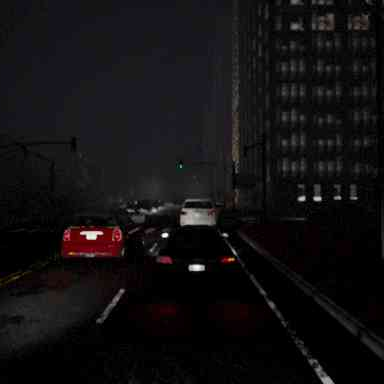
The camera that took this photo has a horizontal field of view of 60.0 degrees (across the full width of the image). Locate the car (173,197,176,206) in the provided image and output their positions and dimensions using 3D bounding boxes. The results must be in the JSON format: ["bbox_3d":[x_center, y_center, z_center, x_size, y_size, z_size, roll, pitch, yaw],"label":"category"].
[{"bbox_3d":[-3.275,2.249,74.474,1.882,1.535,5.008,0,-1,0],"label":"car"}]

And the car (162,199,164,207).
[{"bbox_3d":[-6.522,2.150,65.769,2.128,1.511,4.902,0,-1,0],"label":"car"}]

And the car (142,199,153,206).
[{"bbox_3d":[-9.775,2.235,73.708,1.882,1.535,5.008,0,-1,0],"label":"car"}]

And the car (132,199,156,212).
[{"bbox_3d":[-6.602,1.926,46.042,1.837,1.490,4.892,0,-1,0],"label":"car"}]

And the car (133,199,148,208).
[{"bbox_3d":[-9.781,2.119,63.435,2.128,1.511,4.902,0,-1,0],"label":"car"}]

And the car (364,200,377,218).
[{"bbox_3d":[16.310,1.519,25.620,4.829,1.417,1.752,0,-2,-1],"label":"car"}]

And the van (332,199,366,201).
[{"bbox_3d":[15.926,1.630,33.641,3.998,1.788,1.690,0,-2,-1],"label":"van"}]

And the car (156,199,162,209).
[{"bbox_3d":[-6.583,2.128,55.297,1.895,1.301,4.718,0,-1,1],"label":"car"}]

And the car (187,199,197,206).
[{"bbox_3d":[-0.025,2.311,74.474,2.033,1.411,5.357,0,-1,0],"label":"car"}]

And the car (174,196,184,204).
[{"bbox_3d":[-3.279,2.027,84.930,2.150,2.045,5.566,0,-1,0],"label":"car"}]

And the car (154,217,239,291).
[{"bbox_3d":[0.097,1.631,9.219,1.994,1.385,4.181,0,0,0],"label":"car"}]

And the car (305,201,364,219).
[{"bbox_3d":[13.445,1.754,31.000,5.357,1.411,2.033,0,-2,-1],"label":"car"}]

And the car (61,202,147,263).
[{"bbox_3d":[-3.153,1.446,12.555,2.097,1.767,4.553,0,0,0],"label":"car"}]

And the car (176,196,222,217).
[{"bbox_3d":[0.663,1.394,21.469,2.150,2.045,5.566,0,0,8],"label":"car"}]
